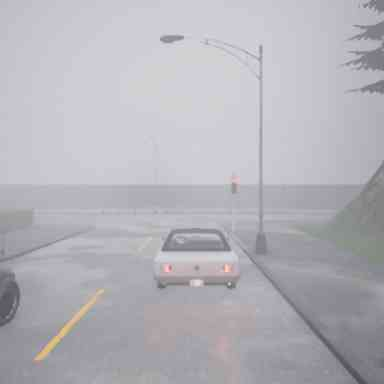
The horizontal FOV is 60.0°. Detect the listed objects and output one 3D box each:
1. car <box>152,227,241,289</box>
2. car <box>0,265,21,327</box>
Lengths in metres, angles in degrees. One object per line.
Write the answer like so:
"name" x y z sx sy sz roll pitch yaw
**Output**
"car" 0.102 1.619 9.164 1.895 1.301 4.718 0 0 0
"car" -4.069 1.572 4.262 1.994 1.385 4.181 0 0 0
